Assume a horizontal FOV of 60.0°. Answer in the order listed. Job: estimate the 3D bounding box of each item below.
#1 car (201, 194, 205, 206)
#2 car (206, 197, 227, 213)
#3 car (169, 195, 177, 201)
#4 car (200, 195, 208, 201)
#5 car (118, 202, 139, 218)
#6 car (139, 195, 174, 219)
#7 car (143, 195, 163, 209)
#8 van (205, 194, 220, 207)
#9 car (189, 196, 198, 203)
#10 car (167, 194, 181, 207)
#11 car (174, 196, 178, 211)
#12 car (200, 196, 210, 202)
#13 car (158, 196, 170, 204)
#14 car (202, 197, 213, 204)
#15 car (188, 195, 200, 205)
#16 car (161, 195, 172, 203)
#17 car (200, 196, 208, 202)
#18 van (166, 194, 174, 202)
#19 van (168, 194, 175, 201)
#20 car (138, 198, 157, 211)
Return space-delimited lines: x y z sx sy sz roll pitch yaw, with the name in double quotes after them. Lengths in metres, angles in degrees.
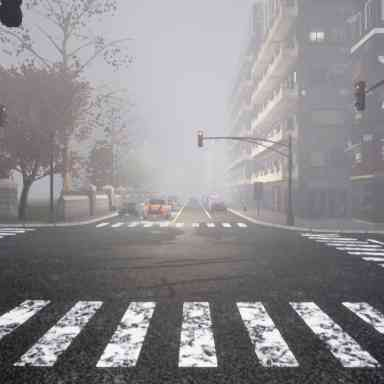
2.887 1.479 53.352 1.967 1.590 4.097 0 0 0 "car"
2.825 1.563 36.461 1.887 1.381 4.507 0 0 0 "car"
-5.351 1.668 92.792 2.008 1.369 4.403 0 0 0 "car"
3.009 1.543 87.132 1.967 1.590 4.097 0 0 0 "car"
-5.575 1.579 30.862 1.947 1.339 4.313 0 0 0 "car"
-2.995 1.364 29.107 2.097 1.767 4.553 0 0 0 "car"
-5.514 1.346 47.753 2.192 1.841 5.009 0 0 0 "car"
2.846 1.365 42.092 1.690 1.788 3.998 0 0 0 "van"
0.326 1.594 71.156 1.812 1.442 4.674 0 0 0 "car"
-2.899 1.390 51.761 2.097 1.767 4.553 0 0 0 "car"
-2.956 1.526 39.178 1.837 1.490 4.892 0 0 0 "car"
2.968 1.628 75.873 2.008 1.369 4.403 0 0 0 "car"
-5.453 1.497 64.644 1.967 1.590 4.097 0 0 0 "car"
2.927 1.602 64.612 1.887 1.381 4.507 0 0 0 "car"
0.326 1.615 61.172 1.994 1.385 4.181 0 0 0 "car"
-5.432 1.507 70.273 1.967 1.590 4.097 0 0 0 "car"
2.988 1.634 81.503 1.887 1.381 4.507 0 0 0 "car"
-5.392 1.431 81.534 1.690 1.788 3.998 0 0 0 "van"
-5.371 1.444 87.163 1.690 1.788 3.998 0 0 0 "van"
-5.535 1.549 41.953 1.752 1.417 4.829 0 0 0 "car"
